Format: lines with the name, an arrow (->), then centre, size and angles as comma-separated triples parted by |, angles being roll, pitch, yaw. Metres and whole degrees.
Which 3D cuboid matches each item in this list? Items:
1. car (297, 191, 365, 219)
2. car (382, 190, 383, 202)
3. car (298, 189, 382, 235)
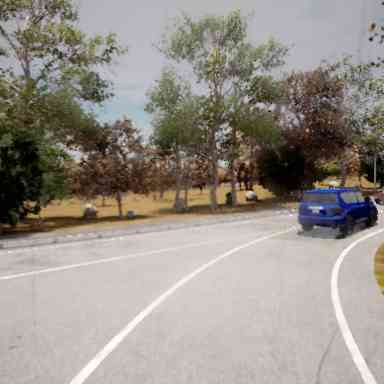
car -> 9.711, 0.792, 23.149 | 4.902, 1.511, 2.128 | -4, 3, -36
car -> 17.623, 0.197, 28.620 | 4.674, 1.442, 1.812 | -5, 4, -32
car -> 7.370, 0.843, 16.669 | 2.150, 2.045, 5.566 | 0, 2, 45
